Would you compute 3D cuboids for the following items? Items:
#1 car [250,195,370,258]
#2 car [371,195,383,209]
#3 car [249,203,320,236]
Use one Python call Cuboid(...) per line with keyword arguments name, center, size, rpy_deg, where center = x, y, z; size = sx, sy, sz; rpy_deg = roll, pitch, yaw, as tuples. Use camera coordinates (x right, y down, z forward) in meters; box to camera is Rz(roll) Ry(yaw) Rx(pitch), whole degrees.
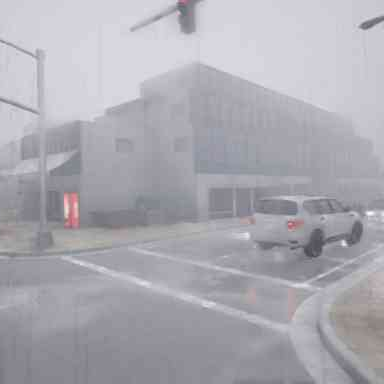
Cuboid(name="car", center=(4.532, 1.136, 12.811), size=(5.566, 2.045, 2.150), rpy_deg=(-2, 1, -43))
Cuboid(name="car", center=(18.271, 0.988, 31.805), size=(1.994, 1.385, 4.181), rpy_deg=(0, 1, 45))
Cuboid(name="car", center=(5.167, 1.397, 18.343), size=(1.994, 1.385, 4.181), rpy_deg=(0, 1, 44))
